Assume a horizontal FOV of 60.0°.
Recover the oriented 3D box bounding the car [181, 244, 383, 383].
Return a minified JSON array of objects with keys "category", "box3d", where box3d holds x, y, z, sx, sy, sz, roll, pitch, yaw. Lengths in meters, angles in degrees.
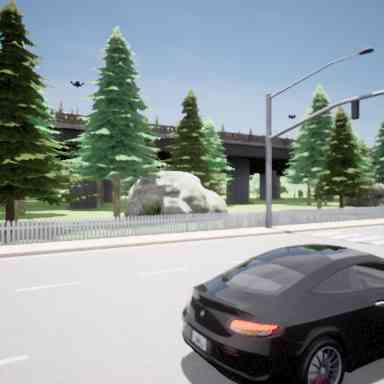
[{"category":"car","box3d":[2.098,1.519,4.916,4.674,1.442,1.812,0,0,-29]}]
